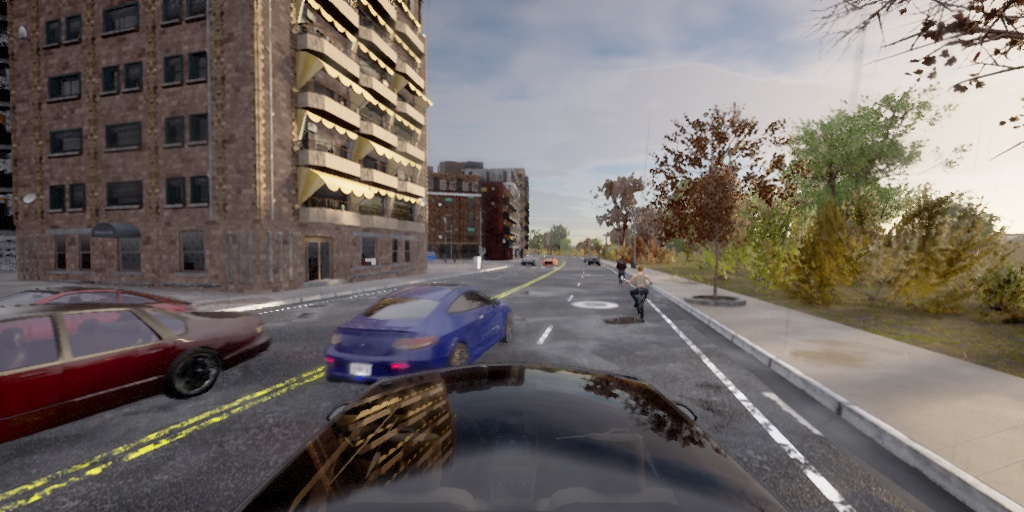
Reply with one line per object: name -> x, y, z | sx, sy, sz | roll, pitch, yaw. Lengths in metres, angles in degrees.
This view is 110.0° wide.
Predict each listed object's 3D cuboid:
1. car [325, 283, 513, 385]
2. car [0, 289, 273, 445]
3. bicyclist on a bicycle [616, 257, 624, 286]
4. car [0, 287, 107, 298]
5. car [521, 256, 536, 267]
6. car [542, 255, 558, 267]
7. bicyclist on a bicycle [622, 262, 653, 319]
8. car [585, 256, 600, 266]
car -> -1.313, 1.237, 6.720 | 1.812, 1.442, 4.674 | 0, 0, 15
car -> -5.601, 1.284, 3.939 | 2.033, 1.411, 5.357 | 0, 0, 15
bicyclist on a bicycle -> 6.361, 0.964, 20.868 | 0.659, 1.776, 1.843 | 0, 1, 13
car -> -8.310, 1.283, 6.444 | 1.994, 1.385, 4.181 | 0, 0, 15
car -> 2.549, 0.809, 54.232 | 1.882, 1.535, 5.008 | 0, 0, 10
car -> 5.665, 0.685, 53.308 | 2.097, 1.767, 4.553 | 0, 1, 11
bicyclist on a bicycle -> 4.069, 1.107, 11.408 | 0.866, 1.612, 1.509 | 0, 0, 14
car -> 13.421, 0.779, 58.993 | 1.837, 1.490, 4.892 | 0, 0, 10
